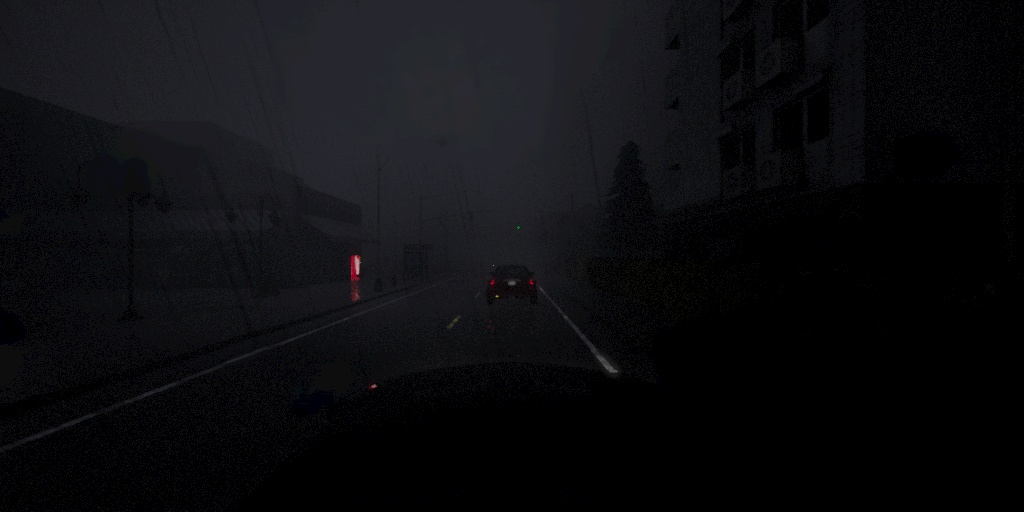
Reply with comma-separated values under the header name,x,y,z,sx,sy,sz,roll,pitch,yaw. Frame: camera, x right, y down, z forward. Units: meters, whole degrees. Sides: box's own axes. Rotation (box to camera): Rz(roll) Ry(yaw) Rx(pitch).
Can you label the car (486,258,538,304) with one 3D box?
name,x,y,z,sx,sy,sz,roll,pitch,yaw
car,0.000,1.114,16.470,2.097,1.767,4.553,0,0,0
